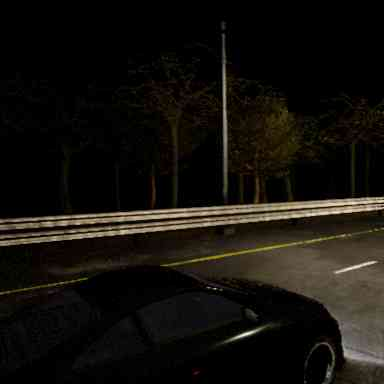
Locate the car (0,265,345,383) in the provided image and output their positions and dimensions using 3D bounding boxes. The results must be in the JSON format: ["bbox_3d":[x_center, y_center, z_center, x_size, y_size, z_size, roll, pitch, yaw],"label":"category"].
[{"bbox_3d":[-0.251,1.534,3.569,4.181,1.385,1.994,-1,1,-35],"label":"car"}]
